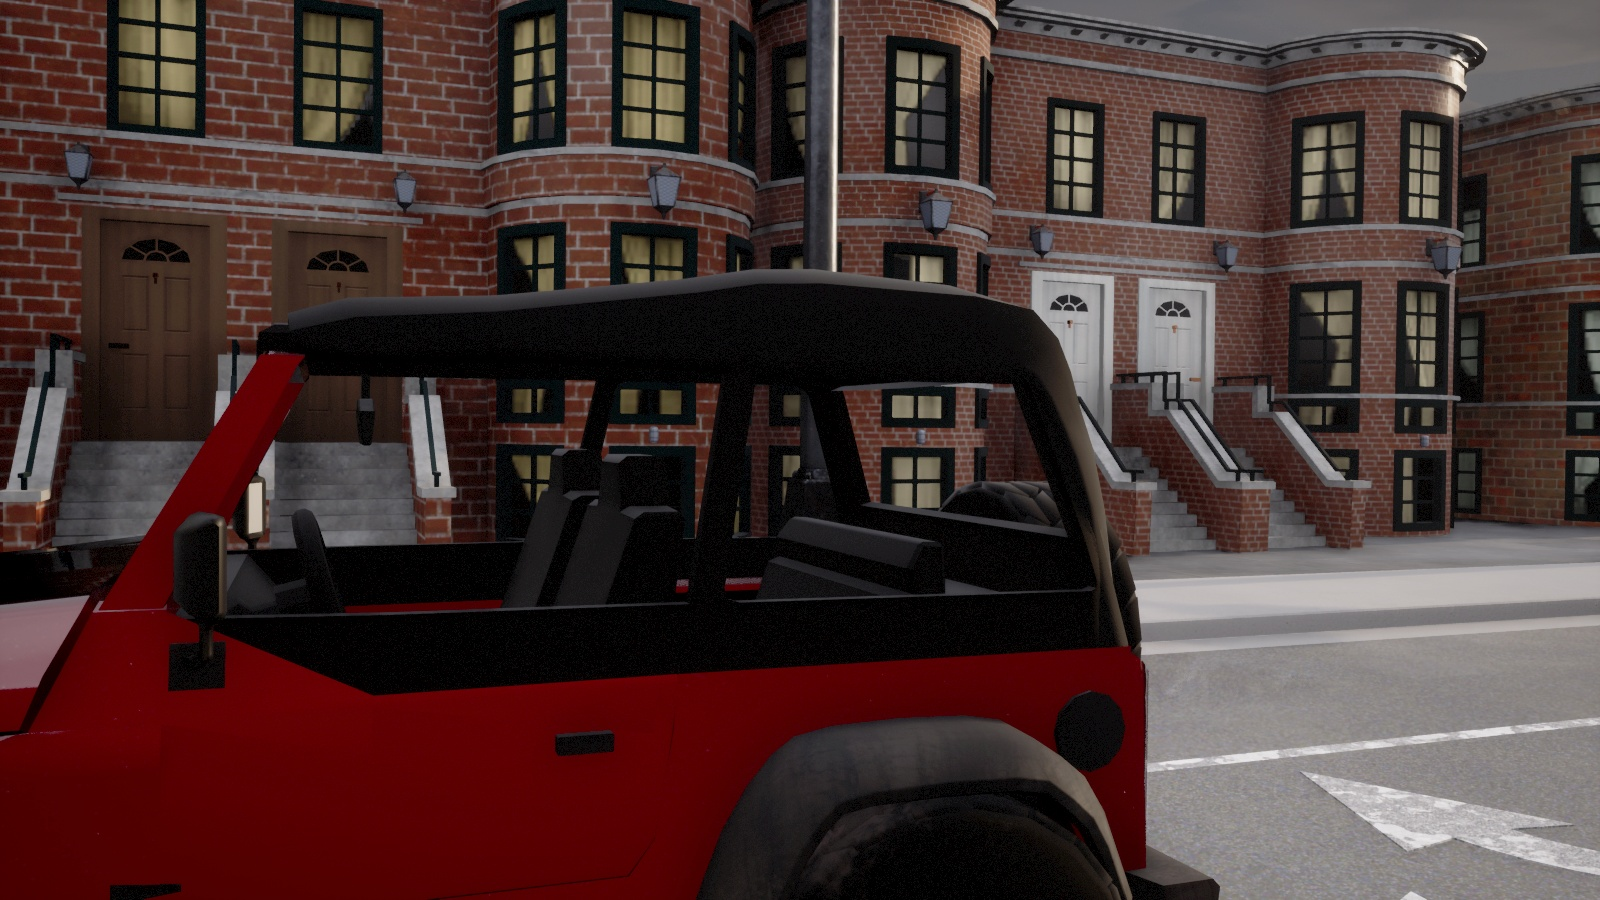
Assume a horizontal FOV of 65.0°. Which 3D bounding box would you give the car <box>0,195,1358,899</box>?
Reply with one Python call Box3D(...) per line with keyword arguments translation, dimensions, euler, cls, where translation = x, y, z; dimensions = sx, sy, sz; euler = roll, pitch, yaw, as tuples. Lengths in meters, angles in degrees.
Box3D(translation=(-0.955, 0.557, 2.881), dimensions=(3.866, 1.878, 1.905), euler=(-1, 1, -21), cls="car")
